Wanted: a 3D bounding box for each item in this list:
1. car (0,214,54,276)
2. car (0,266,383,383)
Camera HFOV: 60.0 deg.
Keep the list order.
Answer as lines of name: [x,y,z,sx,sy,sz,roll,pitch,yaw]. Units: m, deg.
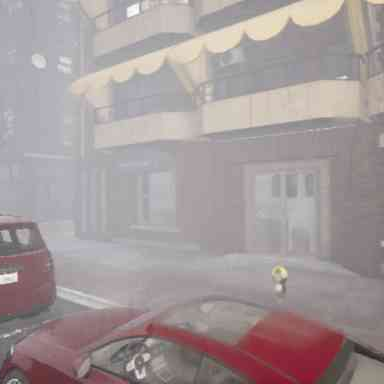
car: [-4.546,1.305,6.098,5.009,1.841,2.192,0,-1,36]
car: [0.055,1.580,2.809,4.206,1.307,1.802,0,-1,36]
